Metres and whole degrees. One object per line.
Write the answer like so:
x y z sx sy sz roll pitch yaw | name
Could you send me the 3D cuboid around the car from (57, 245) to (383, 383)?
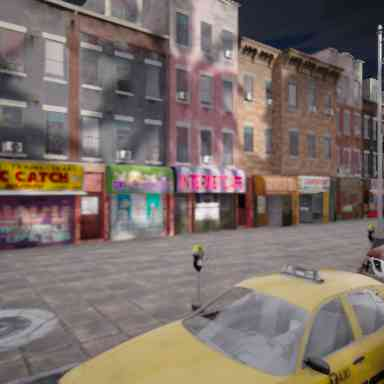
1.006 1.522 3.546 4.829 1.417 1.752 0 0 -36 | car
